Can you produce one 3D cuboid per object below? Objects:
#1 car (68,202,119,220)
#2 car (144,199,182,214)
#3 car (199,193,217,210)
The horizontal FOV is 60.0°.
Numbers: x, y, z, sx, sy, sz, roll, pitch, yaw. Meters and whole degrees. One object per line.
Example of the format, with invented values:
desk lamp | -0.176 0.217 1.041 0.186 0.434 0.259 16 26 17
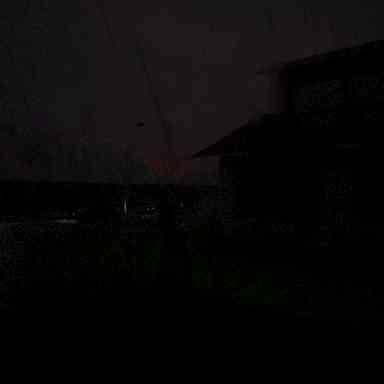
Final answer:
car | -8.111 1.554 27.704 1.994 1.385 4.181 0 0 35
car | -2.953 1.495 34.944 1.837 1.490 4.892 0 0 35
car | 3.179 1.212 43.529 2.150 2.045 5.566 0 0 36
